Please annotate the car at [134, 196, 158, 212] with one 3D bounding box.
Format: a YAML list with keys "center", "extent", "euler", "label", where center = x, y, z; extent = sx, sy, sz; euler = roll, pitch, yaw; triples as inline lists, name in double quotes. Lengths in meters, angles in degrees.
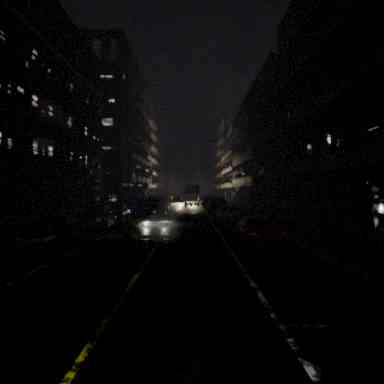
- center: [-5.694, 1.419, 41.723]
  extent: [2.192, 1.841, 5.009]
  euler: [-1, 0, 0]
  label: "car"

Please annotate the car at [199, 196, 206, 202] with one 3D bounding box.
- center: [2.679, 1.746, 86.681]
  extent: [1.752, 1.417, 4.829]
  euler: [-1, 0, 0]
  label: "car"

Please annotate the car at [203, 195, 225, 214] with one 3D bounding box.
- center: [2.677, 1.405, 36.093]
  extent: [2.192, 1.841, 5.009]
  euler: [-1, 0, 0]
  label: "car"

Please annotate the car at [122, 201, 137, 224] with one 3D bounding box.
- center: [-5.667, 1.613, 24.917]
  extent: [2.008, 1.369, 4.403]
  euler: [-1, 0, 0]
  label: "car"

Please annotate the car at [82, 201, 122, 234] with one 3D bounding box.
- center: [-5.669, 1.488, 19.315]
  extent: [1.967, 1.590, 4.097]
  euler: [-1, 0, 0]
  label: "car"

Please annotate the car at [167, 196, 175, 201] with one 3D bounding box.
- center: [-5.700, 1.785, 92.141]
  extent: [2.008, 1.369, 4.403]
  euler: [-1, 0, 0]
  label: "car"

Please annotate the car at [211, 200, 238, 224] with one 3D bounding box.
- center: [2.680, 1.588, 25.058]
  extent: [1.752, 1.417, 4.829]
  euler: [-1, 0, 0]
  label: "car"

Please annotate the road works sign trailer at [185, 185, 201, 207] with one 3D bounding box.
- center: [0.003, 0.598, 53.148]
  extent: [2.380, 3.560, 2.880]
  euler: [0, 0, 1]
  label: "road works sign trailer"

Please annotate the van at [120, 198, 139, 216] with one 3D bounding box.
- center: [-5.670, 1.417, 30.519]
  extent: [1.690, 1.788, 3.998]
  euler: [-1, 0, 0]
  label: "van"

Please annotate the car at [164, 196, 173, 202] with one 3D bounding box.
- center: [-5.700, 1.756, 80.938]
  extent: [2.008, 1.369, 4.403]
  euler: [-1, 0, 0]
  label: "car"

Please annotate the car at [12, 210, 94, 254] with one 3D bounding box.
- center: [-5.667, 1.616, 13.713]
  extent: [1.802, 1.307, 4.206]
  euler: [-1, 0, 0]
  label: "car"

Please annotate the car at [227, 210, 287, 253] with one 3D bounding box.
- center: [2.680, 1.616, 13.684]
  extent: [1.802, 1.307, 4.206]
  euler: [-1, 0, 0]
  label: "car"

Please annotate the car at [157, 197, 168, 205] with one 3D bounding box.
- center: [-5.700, 1.744, 64.131]
  extent: [1.802, 1.307, 4.206]
  euler: [-1, 0, 0]
  label: "car"

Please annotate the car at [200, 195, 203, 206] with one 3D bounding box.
- center: [2.676, 1.434, 47.297]
  extent: [2.192, 1.841, 5.009]
  euler: [-1, 0, 0]
  label: "car"

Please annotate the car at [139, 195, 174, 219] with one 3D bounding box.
- center: [-3.098, 1.296, 30.420]
  extent: [2.150, 2.045, 5.566]
  euler: [0, 0, 0]
  label: "car"

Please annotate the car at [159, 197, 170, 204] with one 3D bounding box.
- center: [-5.700, 1.758, 69.733]
  extent: [1.802, 1.307, 4.206]
  euler: [-1, 0, 0]
  label: "car"

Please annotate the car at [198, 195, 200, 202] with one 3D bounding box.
- center: [2.677, 1.462, 58.501]
  extent: [2.192, 1.841, 5.009]
  euler: [-1, 0, 0]
  label: "car"

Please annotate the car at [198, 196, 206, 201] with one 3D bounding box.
- center: [2.680, 1.800, 92.113]
  extent: [1.947, 1.339, 4.313]
  euler: [-1, 0, 0]
  label: "car"

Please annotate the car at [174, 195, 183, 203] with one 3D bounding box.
- center: [-3.000, 1.512, 72.119]
  extent: [2.097, 1.767, 4.553]
  euler: [0, 0, 0]
  label: "car"

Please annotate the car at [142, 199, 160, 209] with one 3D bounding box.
- center: [-5.708, 1.669, 47.325]
  extent: [2.008, 1.369, 4.403]
  euler: [-1, 0, 0]
  label: "car"
